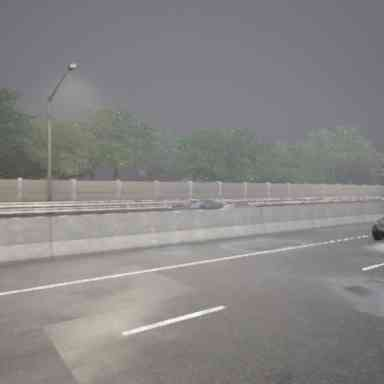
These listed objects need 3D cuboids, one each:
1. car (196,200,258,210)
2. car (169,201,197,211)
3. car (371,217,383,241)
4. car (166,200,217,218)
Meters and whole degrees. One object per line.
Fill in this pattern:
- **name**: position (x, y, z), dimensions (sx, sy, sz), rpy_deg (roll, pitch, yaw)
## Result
- **car**: position (2.891, 1.472, 23.245), dimensions (4.674, 1.442, 1.812), rpy_deg (-1, 0, -35)
- **car**: position (0.862, 1.424, 26.096), dimensions (5.008, 1.535, 1.882), rpy_deg (0, 0, -35)
- **car**: position (10.074, 1.505, 15.224), dimensions (4.181, 1.385, 1.994), rpy_deg (0, 0, -35)
- **car**: position (0.003, 1.506, 29.780), dimensions (4.181, 1.385, 1.994), rpy_deg (0, 0, -35)
